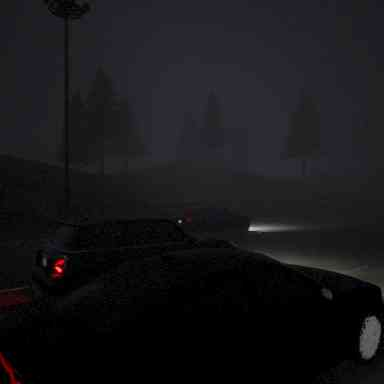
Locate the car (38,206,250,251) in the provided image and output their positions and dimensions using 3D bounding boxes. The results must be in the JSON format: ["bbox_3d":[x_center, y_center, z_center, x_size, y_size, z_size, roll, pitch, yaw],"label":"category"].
[{"bbox_3d":[-0.976,1.287,7.340,4.553,1.767,2.097,-1,1,-35],"label":"car"}]

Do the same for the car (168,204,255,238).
[{"bbox_3d":[1.050,1.401,17.336,4.181,1.385,1.994,0,1,-35],"label":"car"}]

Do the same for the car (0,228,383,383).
[{"bbox_3d":[0.413,1.439,4.040,5.008,1.535,1.882,-1,1,-35],"label":"car"}]
